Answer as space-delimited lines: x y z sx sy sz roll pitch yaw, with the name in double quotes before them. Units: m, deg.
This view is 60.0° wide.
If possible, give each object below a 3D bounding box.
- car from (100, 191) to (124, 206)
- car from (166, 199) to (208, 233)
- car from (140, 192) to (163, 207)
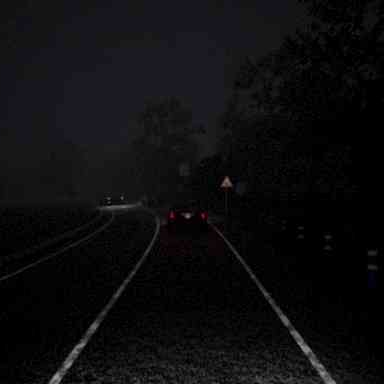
"car" -10.076 0.732 41.717 2.097 1.767 4.553 -3 2 -26
"car" -0.386 1.194 18.915 2.097 1.767 4.553 -1 2 -5
"car" -4.643 0.811 37.913 2.128 1.511 4.902 -2 2 -20
